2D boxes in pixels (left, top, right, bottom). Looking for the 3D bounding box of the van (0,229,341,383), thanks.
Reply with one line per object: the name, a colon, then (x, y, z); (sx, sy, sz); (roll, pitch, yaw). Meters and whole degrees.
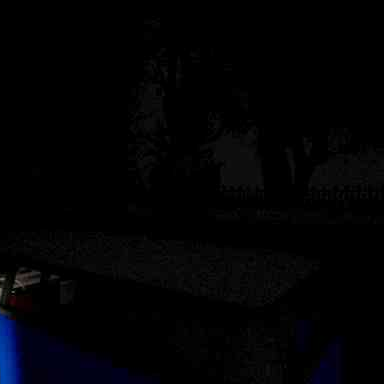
van: (-0.690, 1.341, 3.203); (3.998, 1.788, 1.690); (0, 0, 35)
